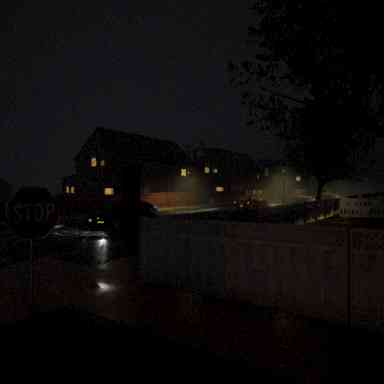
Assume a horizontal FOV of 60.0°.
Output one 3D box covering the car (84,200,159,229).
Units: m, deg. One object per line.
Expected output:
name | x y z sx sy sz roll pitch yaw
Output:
car | -4.025 1.229 19.698 1.837 1.490 4.892 2 2 35

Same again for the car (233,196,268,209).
car | 6.012 1.062 33.884 1.895 1.301 4.718 2 2 35
